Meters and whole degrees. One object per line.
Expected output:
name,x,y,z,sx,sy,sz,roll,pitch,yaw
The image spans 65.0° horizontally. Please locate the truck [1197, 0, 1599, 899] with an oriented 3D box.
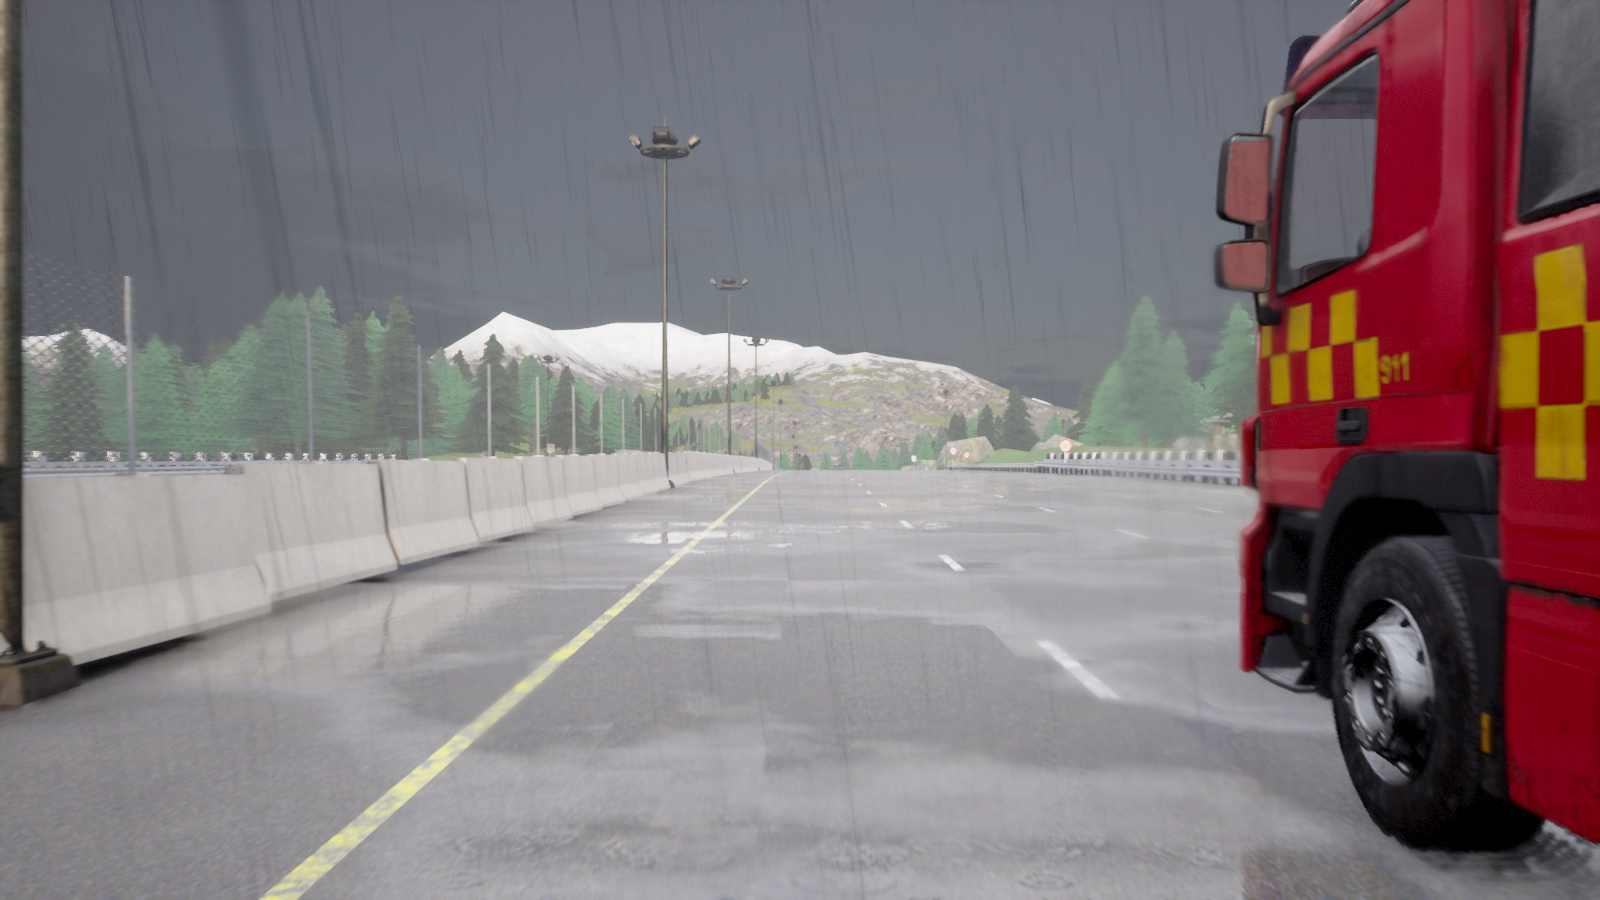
truck,3.531,-0.428,2.412,2.891,3.827,8.468,0,0,0
